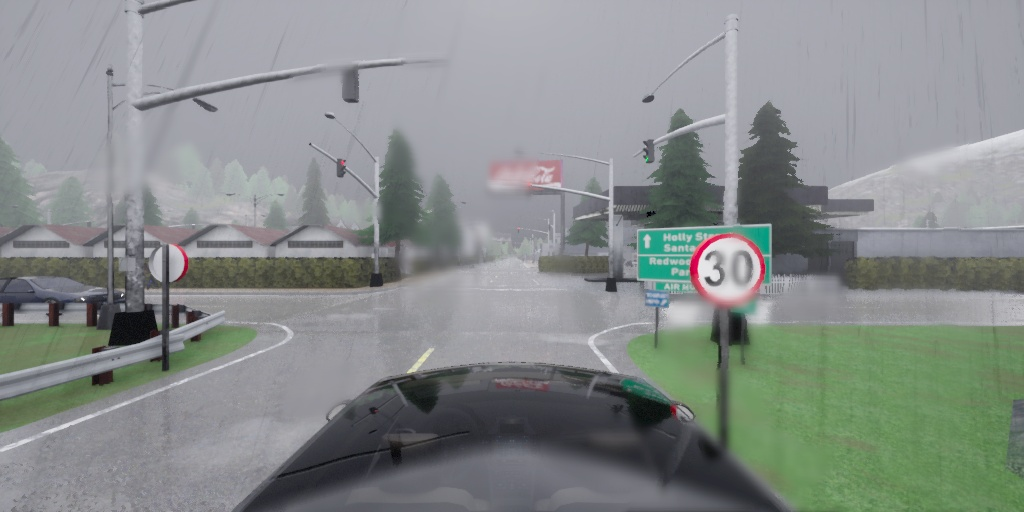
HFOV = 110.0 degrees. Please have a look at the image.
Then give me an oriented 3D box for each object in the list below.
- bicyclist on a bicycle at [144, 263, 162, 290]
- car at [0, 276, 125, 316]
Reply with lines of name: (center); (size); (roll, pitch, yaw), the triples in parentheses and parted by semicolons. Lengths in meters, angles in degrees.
bicyclist on a bicycle: (-21.672, 1.244, 21.339); (0.582, 1.620, 1.656); (0, 0, 1)
car: (-18.315, 1.489, 13.778); (5.357, 1.411, 2.033); (0, 0, -2)
